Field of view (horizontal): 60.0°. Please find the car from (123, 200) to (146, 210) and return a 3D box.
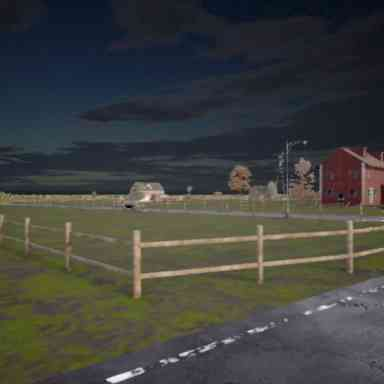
[{"bbox_3d":[-9.881,2.192,57.235,2.097,1.767,4.553,0,-1,-43],"label":"car"}]
